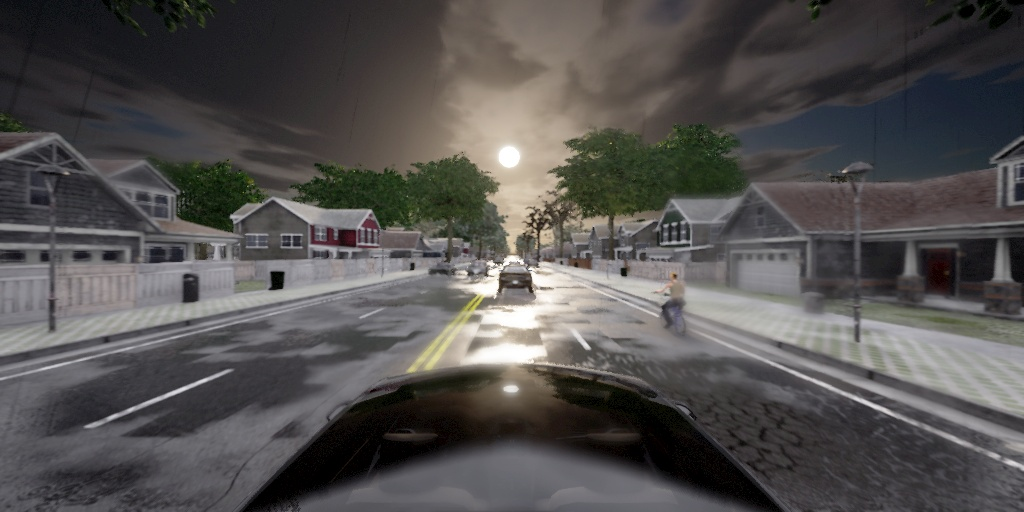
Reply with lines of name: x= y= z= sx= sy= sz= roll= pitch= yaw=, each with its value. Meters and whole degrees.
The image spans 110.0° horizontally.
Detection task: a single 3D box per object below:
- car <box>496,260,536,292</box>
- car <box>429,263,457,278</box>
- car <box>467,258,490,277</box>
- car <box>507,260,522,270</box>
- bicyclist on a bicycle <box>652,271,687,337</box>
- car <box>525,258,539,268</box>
car: x=0.198 y=1.227 z=21.305 sx=1.882 sy=1.535 sz=5.008 roll=0 pitch=0 yaw=0
car: x=-6.429 y=1.317 z=33.616 sx=1.895 sy=1.301 sz=4.718 roll=0 pitch=0 yaw=0
car: x=-3.171 y=1.224 z=34.602 sx=2.128 sy=1.511 sz=4.902 roll=0 pitch=0 yaw=0
car: x=0.376 y=1.329 z=52.582 sx=1.994 sy=1.385 sz=4.181 roll=0 pitch=0 yaw=0
bicyclist on a bicycle: x=4.205 y=1.207 z=9.434 sx=0.866 sy=1.612 sz=1.509 roll=0 pitch=0 yaw=0
car: x=3.691 y=1.290 z=63.936 sx=2.128 sy=1.511 sz=4.902 roll=0 pitch=0 yaw=0
